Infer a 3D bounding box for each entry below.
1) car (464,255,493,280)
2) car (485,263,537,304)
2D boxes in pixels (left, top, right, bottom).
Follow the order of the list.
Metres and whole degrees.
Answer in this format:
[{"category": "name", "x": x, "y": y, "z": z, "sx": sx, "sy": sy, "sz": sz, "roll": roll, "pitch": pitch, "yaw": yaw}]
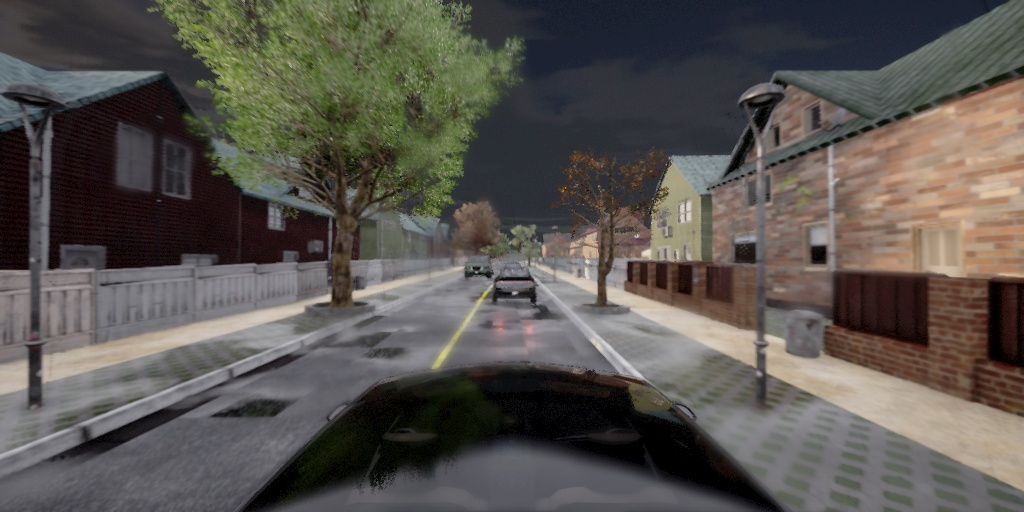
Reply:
[{"category": "car", "x": -2.847, "y": 0.954, "z": 31.608, "sx": 2.150, "sy": 2.045, "sz": 5.566, "roll": 0, "pitch": 0, "yaw": 0}, {"category": "car", "x": 0.101, "y": 1.233, "z": 16.279, "sx": 2.128, "sy": 1.511, "sz": 4.902, "roll": 0, "pitch": 0, "yaw": 0}]
